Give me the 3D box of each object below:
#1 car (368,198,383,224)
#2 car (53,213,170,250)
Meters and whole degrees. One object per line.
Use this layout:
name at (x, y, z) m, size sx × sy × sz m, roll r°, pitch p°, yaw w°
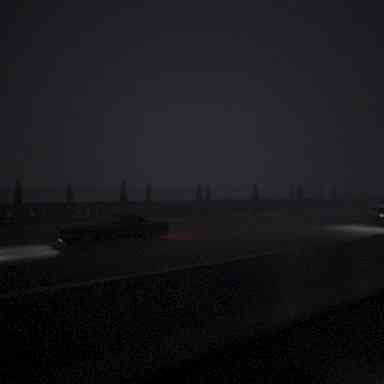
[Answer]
car at (14.808, 1.207, 23.739) m, size 5.566 × 2.045 × 2.150 m, roll 0°, pitch 0°, yaw -37°
car at (-3.430, 1.598, 14.488) m, size 4.718 × 1.301 × 1.895 m, roll 0°, pitch 0°, yaw -36°
